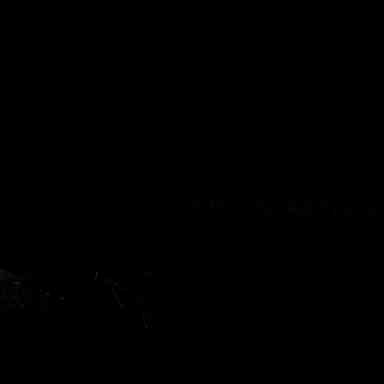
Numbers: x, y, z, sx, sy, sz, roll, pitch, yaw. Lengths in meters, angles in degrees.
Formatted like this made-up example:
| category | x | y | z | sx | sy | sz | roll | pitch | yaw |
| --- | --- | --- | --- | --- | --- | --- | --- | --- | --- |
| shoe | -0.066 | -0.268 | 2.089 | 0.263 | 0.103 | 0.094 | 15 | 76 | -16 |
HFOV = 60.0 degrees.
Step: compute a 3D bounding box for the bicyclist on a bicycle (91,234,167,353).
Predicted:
| category | x | y | z | sx | sy | sz | roll | pitch | yaw |
| --- | --- | --- | --- | --- | --- | --- | --- | --- | --- |
| bicyclist on a bicycle | -1.005 | 1.478 | 5.028 | 1.656 | 1.620 | 0.582 | 0 | -1 | 36 |
